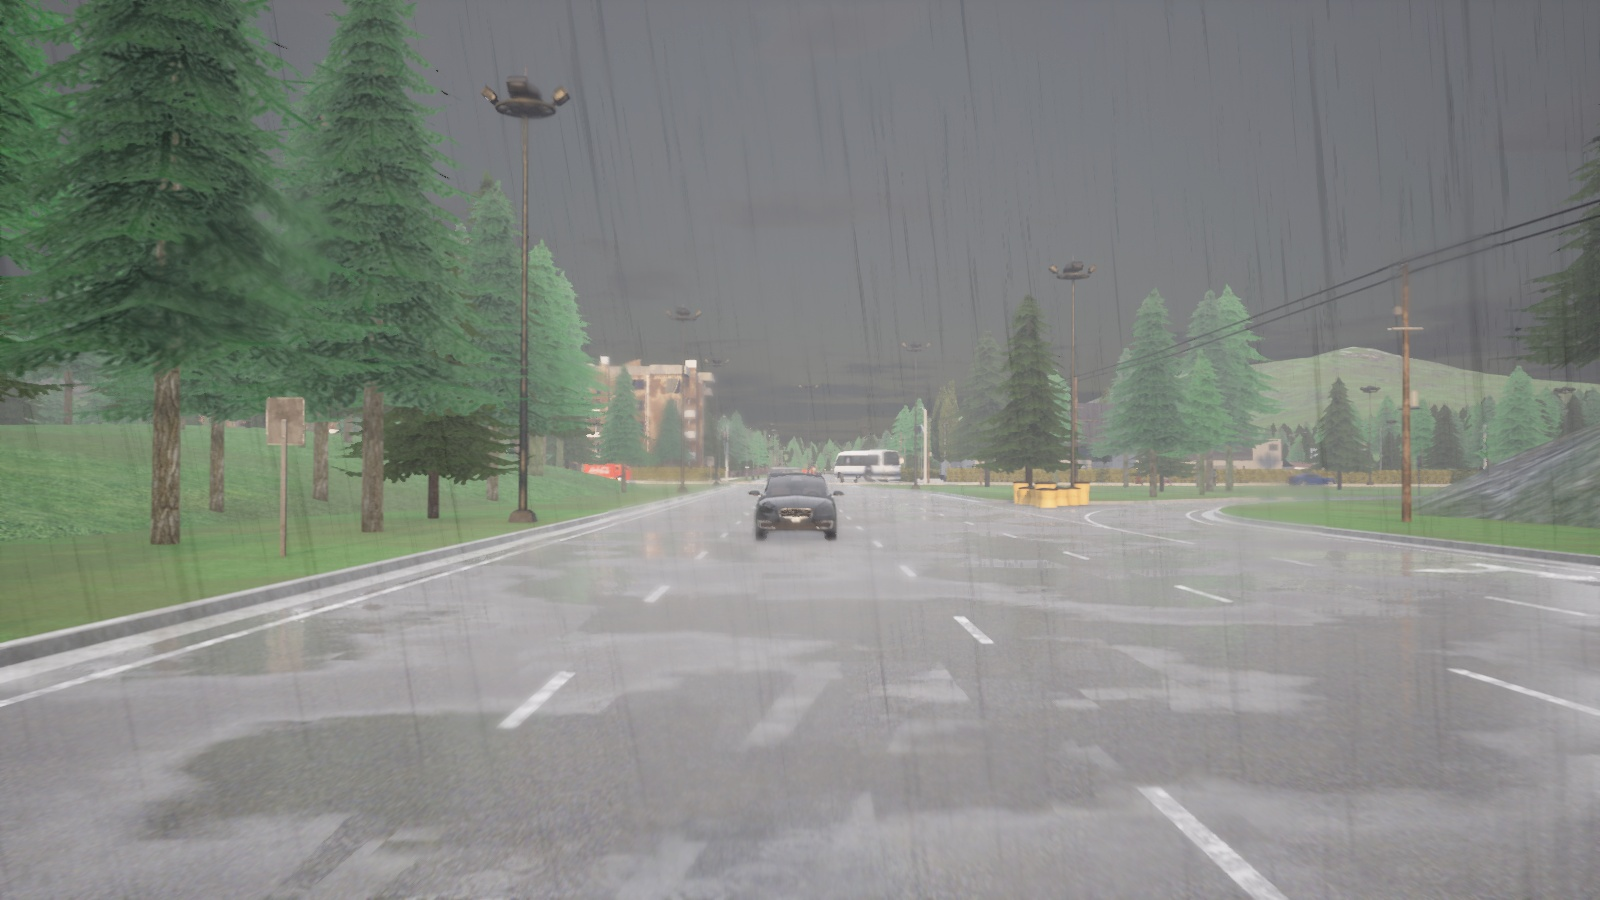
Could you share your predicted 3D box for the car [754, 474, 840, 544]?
[{"bbox_3d":[-0.072,1.314,29.527,1.837,1.490,4.892,0,-1,0],"label":"car"}]
